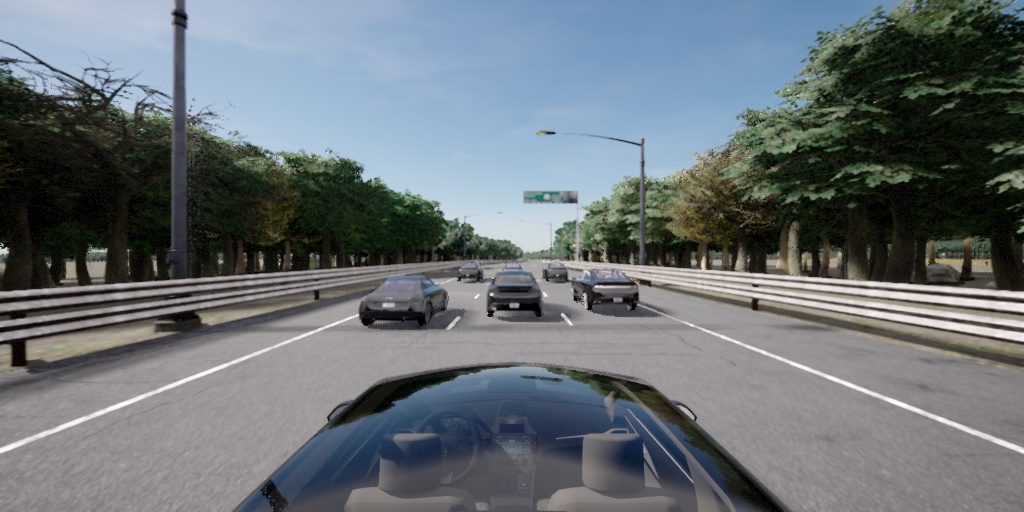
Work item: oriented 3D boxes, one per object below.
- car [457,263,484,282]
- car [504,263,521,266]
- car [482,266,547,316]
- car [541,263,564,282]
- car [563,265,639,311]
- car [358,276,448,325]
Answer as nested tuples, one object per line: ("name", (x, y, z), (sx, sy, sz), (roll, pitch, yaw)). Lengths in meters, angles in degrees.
("car", (-3.436, 1.319, 30.322), (2.128, 1.511, 4.902), (0, 0, 0))
("car", (0.064, 1.319, 30.357), (2.128, 1.511, 4.902), (0, 0, 0))
("car", (0.079, 1.283, 13.533), (1.837, 1.490, 4.892), (0, 0, 0))
("car", (3.563, 1.319, 30.322), (2.128, 1.511, 4.902), (0, 0, 0))
("car", (3.579, 1.272, 14.524), (2.128, 1.511, 4.902), (0, 0, 0))
("car", (-3.424, 1.339, 11.987), (1.994, 1.385, 4.181), (0, 0, 0))
